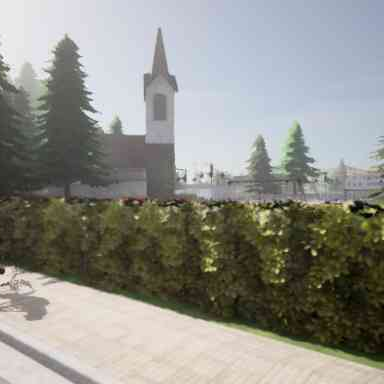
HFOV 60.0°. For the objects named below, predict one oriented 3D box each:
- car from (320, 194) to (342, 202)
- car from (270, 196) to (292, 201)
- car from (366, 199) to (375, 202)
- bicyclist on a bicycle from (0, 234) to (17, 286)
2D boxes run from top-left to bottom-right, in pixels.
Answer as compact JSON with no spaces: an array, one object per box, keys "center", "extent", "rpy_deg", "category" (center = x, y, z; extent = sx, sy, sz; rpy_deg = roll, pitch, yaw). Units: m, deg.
[{"center":[35.448,1.687,85.054],"extent":[3.633,1.501,1.845],"rpy_deg":[0,0,36],"category":"car"},{"center":[20.424,1.668,77.515],"extent":[4.514,1.523,2.007],"rpy_deg":[0,0,36],"category":"car"},{"center":[37.181,1.686,68.879],"extent":[3.806,1.475,1.970],"rpy_deg":[0,0,36],"category":"car"},{"center":[-4.581,1.328,7.130],"extent":[0.582,1.620,1.656],"rpy_deg":[0,-1,37],"category":"bicyclist on a bicycle"}]
